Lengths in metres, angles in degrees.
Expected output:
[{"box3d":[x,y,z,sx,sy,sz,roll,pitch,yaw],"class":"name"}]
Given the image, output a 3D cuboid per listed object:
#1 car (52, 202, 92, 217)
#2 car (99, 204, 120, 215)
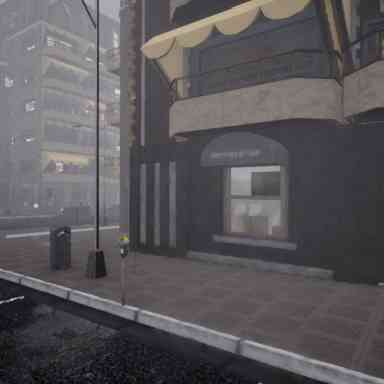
[{"box3d":[-12.690,1.821,35.246,1.967,1.590,4.097,-1,-1,35],"class":"car"},{"box3d":[-9.407,2.063,39.871,1.802,1.307,4.206,-1,-1,35],"class":"car"}]
